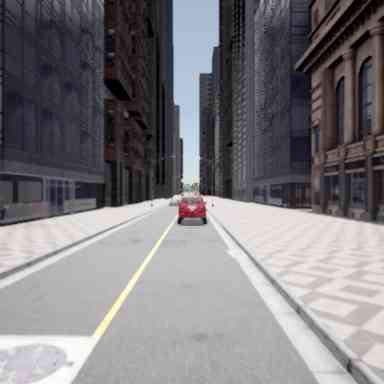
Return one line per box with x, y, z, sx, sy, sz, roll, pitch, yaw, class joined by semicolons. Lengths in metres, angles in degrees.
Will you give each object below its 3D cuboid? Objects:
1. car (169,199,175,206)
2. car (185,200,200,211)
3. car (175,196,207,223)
-3.003;1.819;58.237;1.895;1.301;4.718;0;0;1;car
0.103;1.760;43.551;1.895;1.301;4.718;0;0;0;car
0.038;1.315;26.270;2.150;2.045;5.566;0;0;0;car
